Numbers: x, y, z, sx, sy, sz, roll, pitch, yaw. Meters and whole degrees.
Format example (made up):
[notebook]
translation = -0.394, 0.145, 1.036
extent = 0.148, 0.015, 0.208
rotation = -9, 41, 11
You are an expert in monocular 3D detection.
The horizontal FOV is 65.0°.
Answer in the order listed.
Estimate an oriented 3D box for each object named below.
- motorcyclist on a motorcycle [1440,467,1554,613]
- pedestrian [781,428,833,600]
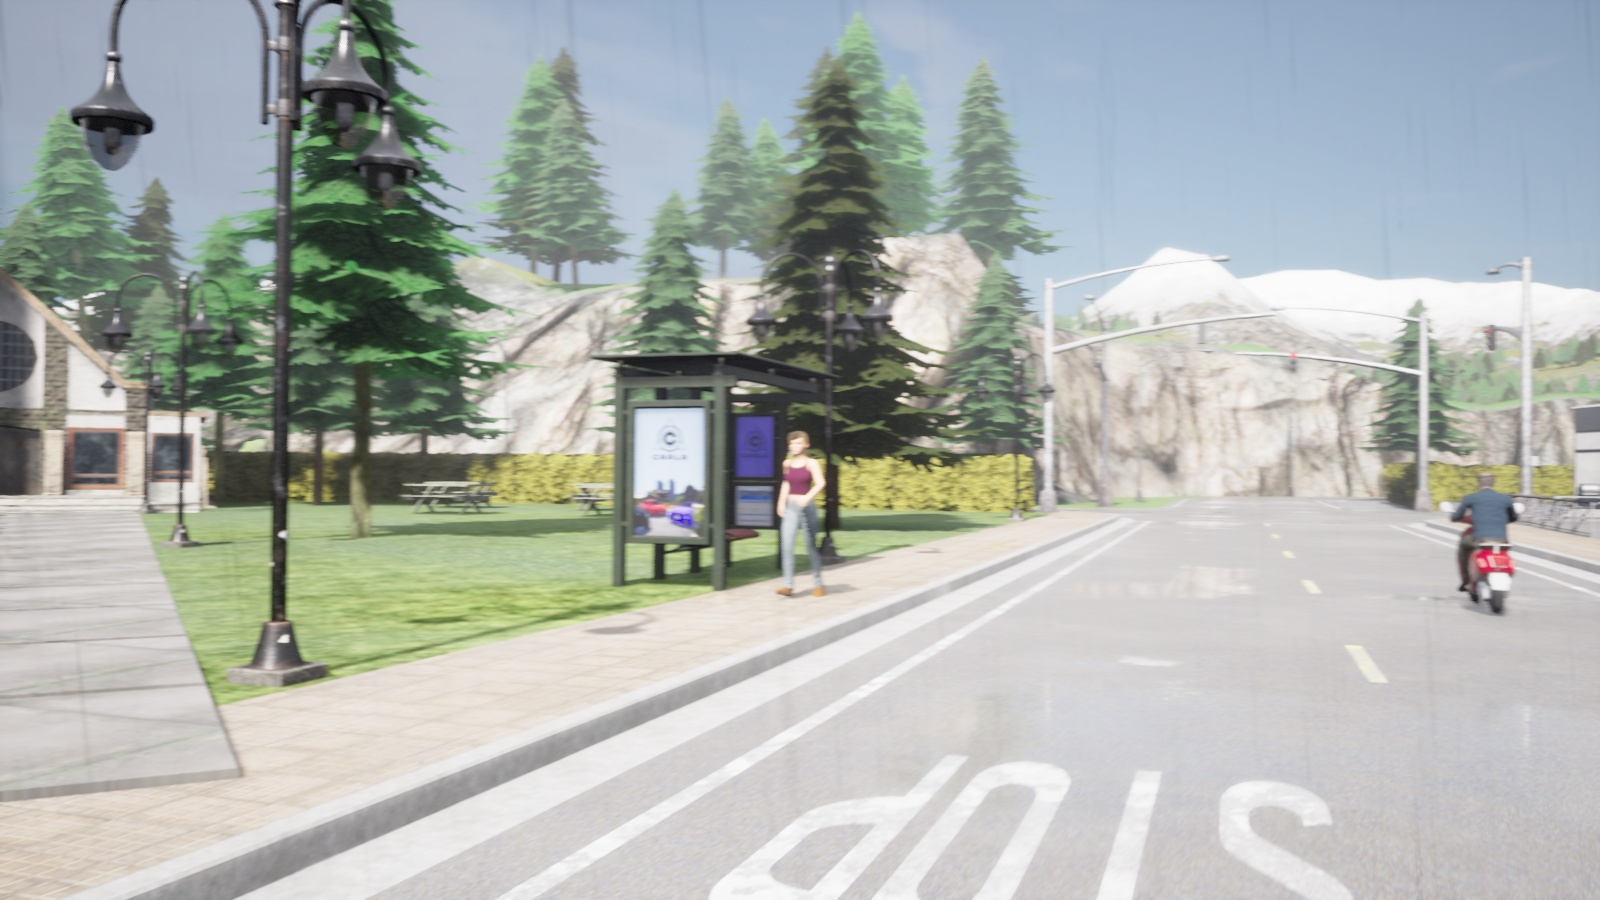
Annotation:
[motorcyclist on a motorcycle]
translation = 8.110, 0.996, 14.698
extent = 0.866, 1.590, 1.817
rotation = 0, -1, 19
[pedestrian]
translation = 0.084, 0.685, 13.726
extent = 0.345, 1.836, 0.594
rotation = 0, -1, 26
